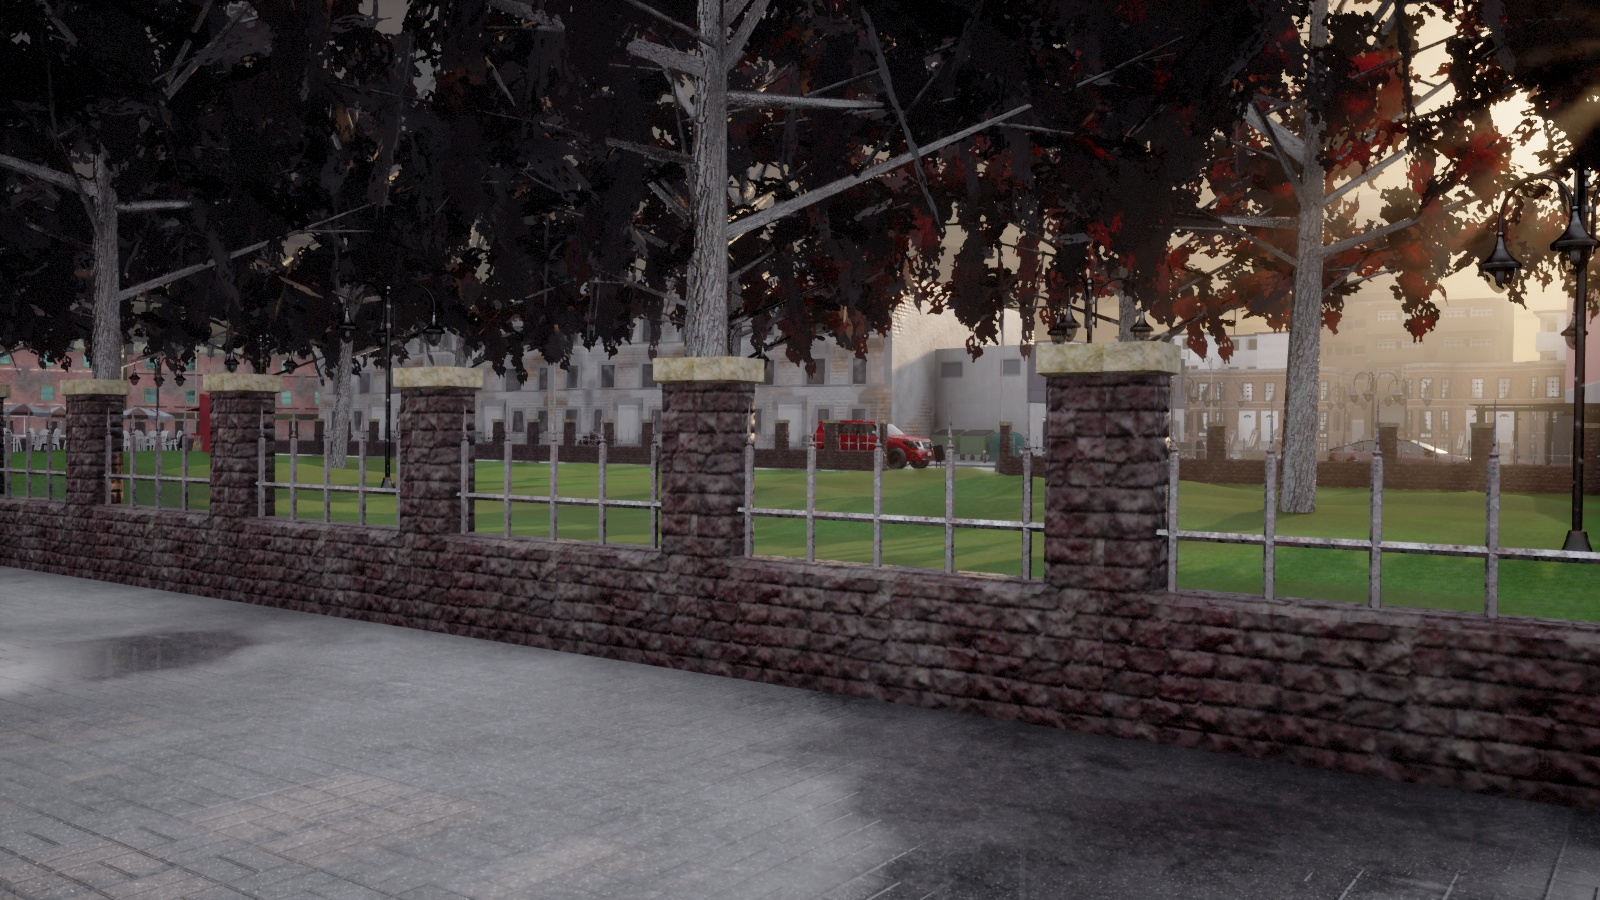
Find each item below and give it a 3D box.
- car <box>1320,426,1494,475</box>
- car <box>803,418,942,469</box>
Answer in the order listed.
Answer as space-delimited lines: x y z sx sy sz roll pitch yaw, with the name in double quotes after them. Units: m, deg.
19.728 -0.006 40.903 4.792 1.488 2.163 0 1 36 "car"
3.008 -0.298 52.797 5.566 2.045 2.150 0 1 36 "car"
